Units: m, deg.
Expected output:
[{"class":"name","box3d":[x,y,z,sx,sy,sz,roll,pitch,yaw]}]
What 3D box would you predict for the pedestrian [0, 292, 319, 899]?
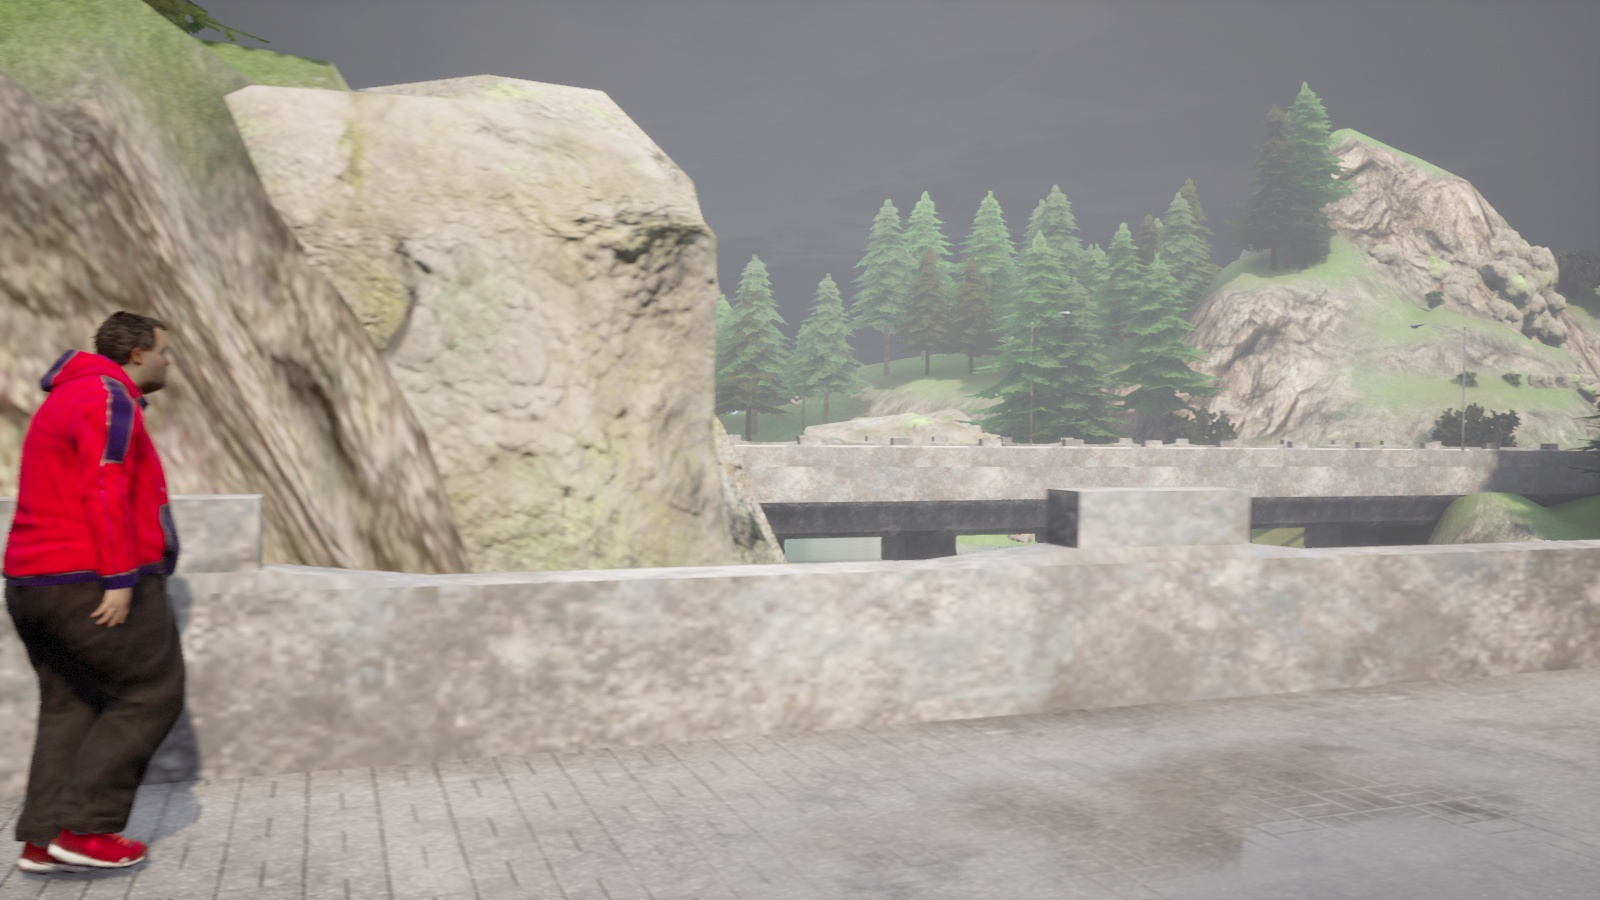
[{"class":"pedestrian","box3d":[-2.140,0.465,4.071,0.899,1.844,0.634,-1,1,-40]}]
